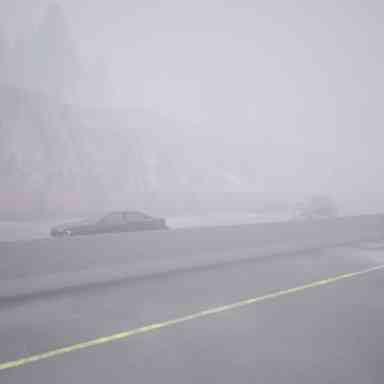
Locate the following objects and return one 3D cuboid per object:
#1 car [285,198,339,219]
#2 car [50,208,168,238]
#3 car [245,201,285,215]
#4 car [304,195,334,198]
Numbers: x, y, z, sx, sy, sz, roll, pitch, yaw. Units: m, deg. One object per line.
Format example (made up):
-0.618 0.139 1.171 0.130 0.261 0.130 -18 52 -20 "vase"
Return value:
10.753 1.563 28.871 4.902 1.511 2.128 0 0 -35 "car"
-3.458 1.493 14.428 5.008 1.535 1.882 0 0 -36 "car"
8.139 1.624 35.609 5.357 1.411 2.033 0 0 -36 "car"
12.762 1.308 34.610 5.566 2.045 2.150 0 0 -35 "car"
